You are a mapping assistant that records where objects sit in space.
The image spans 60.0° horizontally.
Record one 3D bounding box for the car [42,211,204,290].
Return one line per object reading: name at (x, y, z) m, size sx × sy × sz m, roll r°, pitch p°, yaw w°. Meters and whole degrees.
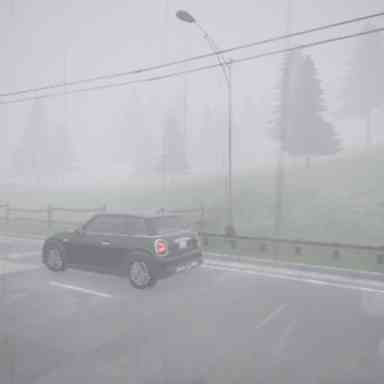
car at (-2.023, 1.301, 9.172) m, size 4.553 × 1.767 × 2.097 m, roll 0°, pitch 0°, yaw 32°
